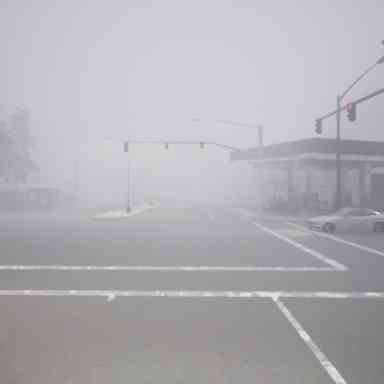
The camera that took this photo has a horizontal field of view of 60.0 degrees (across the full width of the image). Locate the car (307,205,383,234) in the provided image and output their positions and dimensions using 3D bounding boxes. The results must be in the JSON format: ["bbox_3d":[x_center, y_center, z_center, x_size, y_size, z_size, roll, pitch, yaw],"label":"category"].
[{"bbox_3d":[9.117,1.654,19.305,4.674,1.442,1.812,-1,0,-1],"label":"car"}]

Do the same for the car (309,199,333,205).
[{"bbox_3d":[15.609,1.623,40.335,1.970,1.475,3.806,0,0,1],"label":"car"}]

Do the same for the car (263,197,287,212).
[{"bbox_3d":[9.861,1.459,39.596,2.242,1.667,4.611,0,0,1],"label":"car"}]
